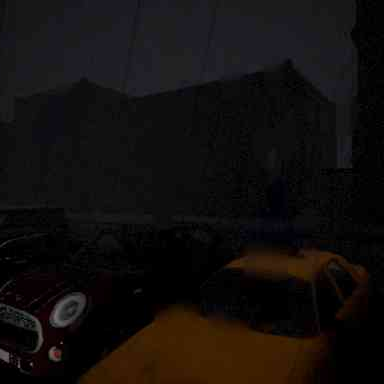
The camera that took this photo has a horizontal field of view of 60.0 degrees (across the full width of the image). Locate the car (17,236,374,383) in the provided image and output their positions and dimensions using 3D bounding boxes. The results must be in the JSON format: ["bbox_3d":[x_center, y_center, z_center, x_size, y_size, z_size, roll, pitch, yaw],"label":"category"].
[{"bbox_3d":[1.025,1.491,4.187,1.946,1.575,5.366,-1,0,35],"label":"car"}]

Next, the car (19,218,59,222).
[{"bbox_3d":[-3.405,1.545,7.563,2.231,1.521,4.892,-1,0,35],"label":"car"}]

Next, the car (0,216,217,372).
[{"bbox_3d":[-1.015,1.392,5.907,2.185,1.767,4.553,-1,0,35],"label":"car"}]

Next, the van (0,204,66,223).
[{"bbox_3d":[-5.738,1.343,9.089,1.878,1.987,4.442,-1,0,35],"label":"van"}]
